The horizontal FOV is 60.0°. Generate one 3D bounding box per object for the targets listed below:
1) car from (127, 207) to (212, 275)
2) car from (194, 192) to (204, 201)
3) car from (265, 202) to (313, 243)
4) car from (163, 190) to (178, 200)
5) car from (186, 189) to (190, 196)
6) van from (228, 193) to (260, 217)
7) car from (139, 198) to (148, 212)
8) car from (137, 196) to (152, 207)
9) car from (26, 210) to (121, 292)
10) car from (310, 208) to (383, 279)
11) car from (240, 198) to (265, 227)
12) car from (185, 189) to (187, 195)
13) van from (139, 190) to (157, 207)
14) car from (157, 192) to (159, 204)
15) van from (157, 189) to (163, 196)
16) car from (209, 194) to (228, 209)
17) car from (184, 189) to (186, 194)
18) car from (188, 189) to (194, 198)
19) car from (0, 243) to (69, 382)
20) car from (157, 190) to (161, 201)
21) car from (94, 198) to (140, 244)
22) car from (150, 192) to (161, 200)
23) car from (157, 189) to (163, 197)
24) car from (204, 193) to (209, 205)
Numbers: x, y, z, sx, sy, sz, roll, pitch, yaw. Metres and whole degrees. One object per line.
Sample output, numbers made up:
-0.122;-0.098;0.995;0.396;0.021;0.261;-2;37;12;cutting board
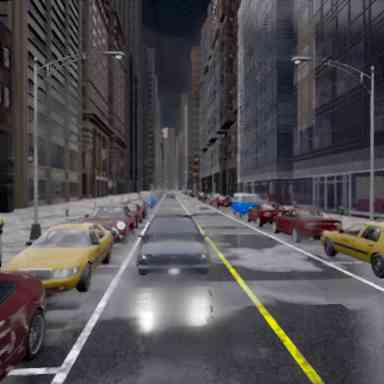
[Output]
-0.596;1.418;10.342;2.033;1.411;5.357;0;1;-4;car
1.889;0.812;59.649;1.887;1.381;4.507;0;1;-4;car
4.967;1.363;14.941;1.887;1.381;4.507;0;1;-4;car
-4.228;0.750;64.566;2.033;1.411;5.357;0;1;-4;car
0.349;0.561;82.003;1.947;1.339;4.313;0;1;-4;car
4.199;1.022;26.115;1.690;1.788;3.998;0;1;-4;van
-3.922;1.294;19.935;1.887;1.381;4.507;0;1;-4;car
-4.307;1.225;25.524;1.887;1.381;4.507;0;1;-4;car
-3.141;1.415;8.589;1.752;1.417;4.829;0;1;-4;car
5.340;1.411;9.522;1.752;1.417;4.829;0;1;-4;car
4.582;1.294;20.529;1.887;1.381;4.507;0;1;-4;car
-0.035;0.479;87.591;2.008;1.369;4.403;0;1;-4;car
-5.076;0.884;36.698;1.690;1.788;3.998;0;1;-4;van
-5.461;1.056;42.288;1.802;1.307;4.206;0;1;-4;car
-8.923;0.203;92.578;1.690;1.788;3.998;0;1;-4;van
3.428;1.087;37.296;1.887;1.381;4.507;0;1;-4;car
-0.420;0.302;93.179;1.967;1.590;4.097;0;1;-4;car
0.734;0.628;76.415;1.947;1.339;4.313;0;1;-4;car
-2.768;1.539;3.171;1.802;1.307;4.206;0;1;-4;car
-5.845;0.845;47.875;1.967;1.590;4.097;0;1;-4;car
-3.537;1.259;14.346;1.967;1.590;4.097;0;1;-4;car
-7.000;0.765;64.640;1.947;1.339;4.313;0;1;-4;car
-6.615;0.708;59.051;1.967;1.590;4.097;0;1;-4;car
3.044;0.914;42.882;1.967;1.590;4.097;0;1;-4;car
